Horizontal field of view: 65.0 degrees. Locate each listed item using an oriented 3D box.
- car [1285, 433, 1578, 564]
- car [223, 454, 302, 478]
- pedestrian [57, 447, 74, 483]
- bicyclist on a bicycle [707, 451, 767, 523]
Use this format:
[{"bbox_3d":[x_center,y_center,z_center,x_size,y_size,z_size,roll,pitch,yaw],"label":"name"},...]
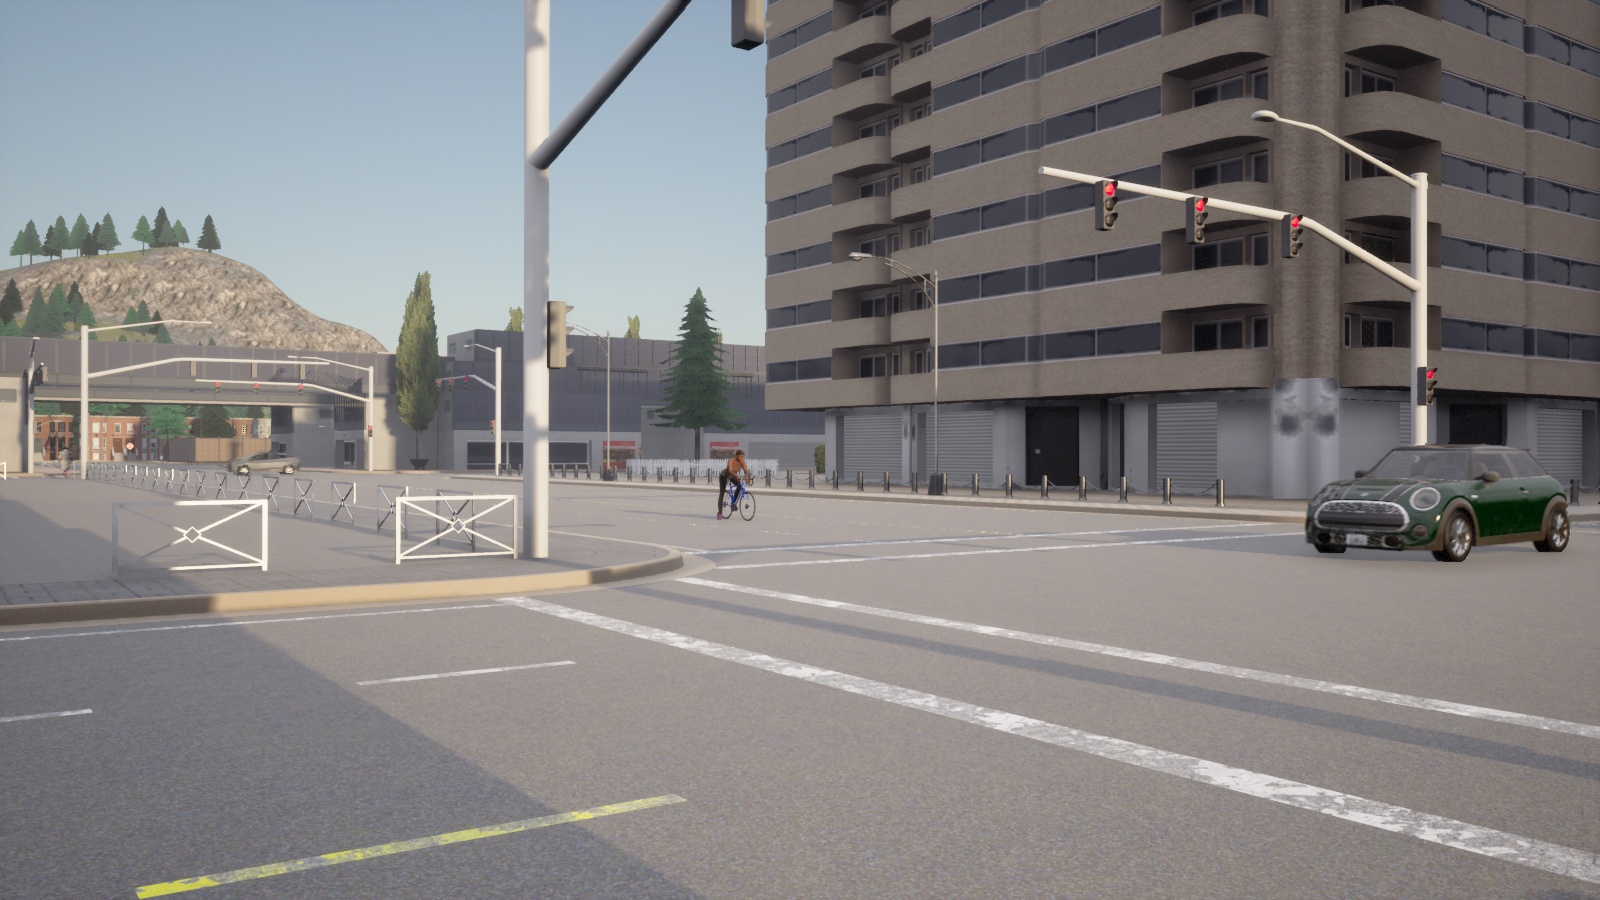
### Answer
[{"bbox_3d":[9.649,0.657,19.090,4.553,1.767,2.097,0,0,-36],"label":"car"},{"bbox_3d":[-35.743,1.027,83.495,4.514,1.525,2.007,0,0,-35],"label":"car"},{"bbox_3d":[-40.108,0.841,68.590,0.659,1.952,0.873,0,0,-41],"label":"pedestrian"},{"bbox_3d":[-1.467,0.827,28.998,0.582,1.620,1.656,0,0,-35],"label":"bicyclist on a bicycle"}]
